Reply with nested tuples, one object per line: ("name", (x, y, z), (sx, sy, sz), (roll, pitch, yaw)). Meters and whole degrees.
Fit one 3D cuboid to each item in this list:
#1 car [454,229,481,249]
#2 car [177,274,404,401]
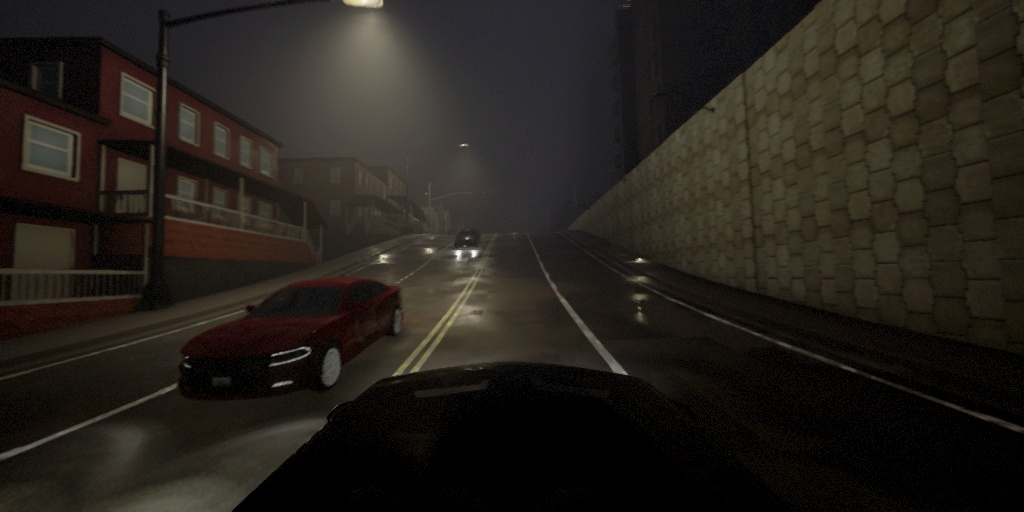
("car", (-3.645, -1.560, 30.218), (2.033, 1.411, 5.357), (-1, 9, 0))
("car", (-3.629, 1.191, 6.955), (1.882, 1.535, 5.008), (-1, 2, 0))
